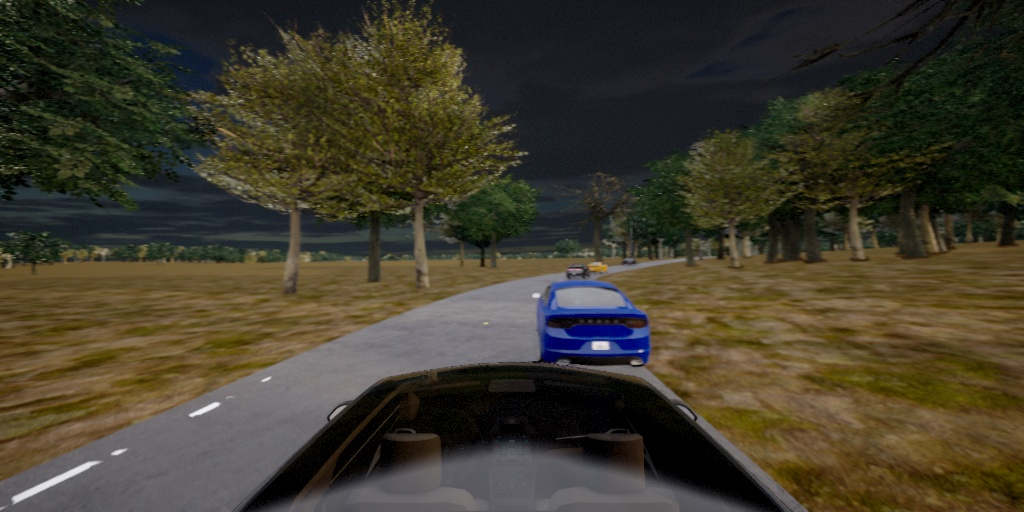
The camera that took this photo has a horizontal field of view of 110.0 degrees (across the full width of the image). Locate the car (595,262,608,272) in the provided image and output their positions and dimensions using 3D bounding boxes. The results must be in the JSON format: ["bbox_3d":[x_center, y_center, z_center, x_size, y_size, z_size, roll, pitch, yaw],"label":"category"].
[{"bbox_3d":[10.984,1.484,46.143,1.882,1.535,5.008,-1,0,28],"label":"car"}]

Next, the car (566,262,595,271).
[{"bbox_3d":[6.808,1.518,36.639,2.128,1.511,4.902,-1,-1,21],"label":"car"}]

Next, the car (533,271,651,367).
[{"bbox_3d":[1.513,1.277,8.082,1.882,1.535,5.008,-1,-1,3],"label":"car"}]
